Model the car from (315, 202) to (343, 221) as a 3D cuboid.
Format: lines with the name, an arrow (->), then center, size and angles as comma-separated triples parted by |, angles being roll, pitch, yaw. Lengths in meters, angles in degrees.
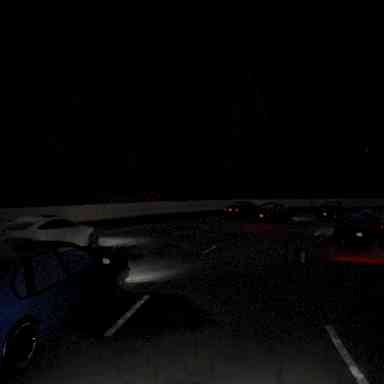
car -> 11.762, 1.534, 27.087 | 1.882, 1.535, 5.008 | 0, 0, 43

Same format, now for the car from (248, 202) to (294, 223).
car -> 6.554, 1.573, 26.419 | 1.812, 1.442, 4.674 | 0, 0, 38

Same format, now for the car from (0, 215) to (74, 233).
car -> -5.113, 1.535, 11.681 | 1.812, 1.442, 4.674 | 0, 0, 15

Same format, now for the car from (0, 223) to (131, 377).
car -> -2.750, 1.551, 5.584 | 2.033, 1.411, 5.357 | 0, 0, 9

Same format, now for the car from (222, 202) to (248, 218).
car -> 4.959, 1.598, 30.458 | 2.033, 1.411, 5.357 | 0, 0, 41

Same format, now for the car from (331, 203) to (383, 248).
car -> 7.591, 1.511, 15.208 | 1.882, 1.535, 5.008 | 0, 0, 25
